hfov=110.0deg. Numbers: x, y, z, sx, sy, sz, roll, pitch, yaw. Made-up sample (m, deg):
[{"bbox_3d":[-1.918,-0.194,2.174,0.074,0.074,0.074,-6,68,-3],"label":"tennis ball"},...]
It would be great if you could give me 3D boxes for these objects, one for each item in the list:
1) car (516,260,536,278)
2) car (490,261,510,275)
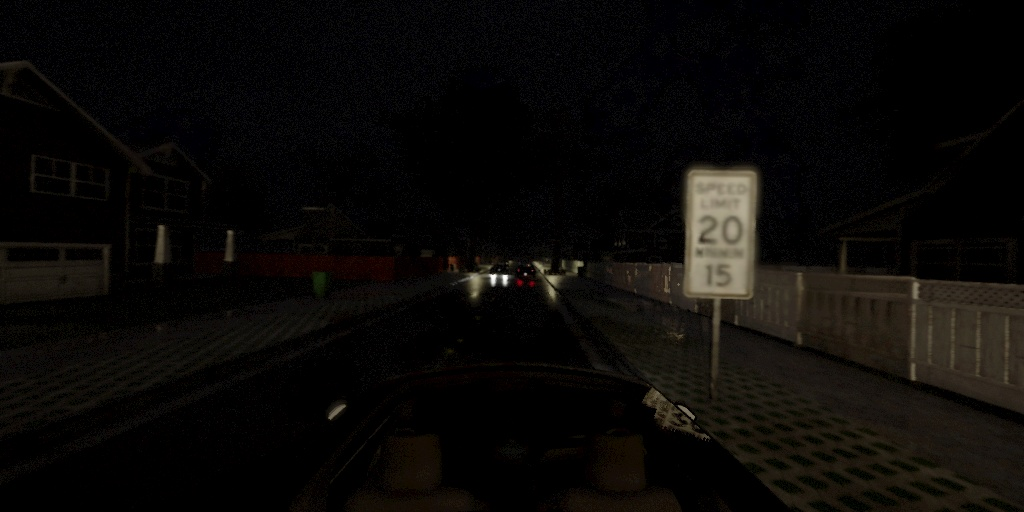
[{"bbox_3d":[1.369,1.395,35.443,1.895,1.301,4.718,2,0,3],"label":"car"},{"bbox_3d":[-1.264,1.288,39.546,1.994,1.385,4.181,2,0,2],"label":"car"}]
